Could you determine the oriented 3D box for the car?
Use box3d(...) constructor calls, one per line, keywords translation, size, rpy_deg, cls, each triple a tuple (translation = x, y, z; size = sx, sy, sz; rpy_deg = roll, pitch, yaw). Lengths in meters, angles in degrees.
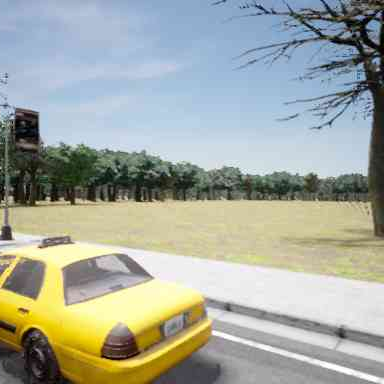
box3d(translation=(-2.285, 1.458, 5.193), size=(5.366, 1.575, 1.801), rpy_deg=(0, 0, 36), cls="car")
